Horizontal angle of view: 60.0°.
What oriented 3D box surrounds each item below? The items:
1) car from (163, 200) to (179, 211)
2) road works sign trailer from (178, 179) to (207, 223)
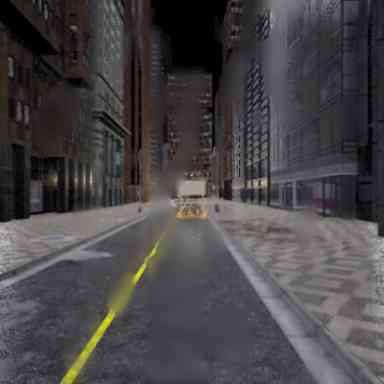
[{"bbox_3d":[-3.081,1.906,48.300,1.812,1.442,4.674,0,0,0],"label":"car"},{"bbox_3d":[0.002,0.681,27.658,2.380,3.560,2.880,0,0,0],"label":"road works sign trailer"}]
